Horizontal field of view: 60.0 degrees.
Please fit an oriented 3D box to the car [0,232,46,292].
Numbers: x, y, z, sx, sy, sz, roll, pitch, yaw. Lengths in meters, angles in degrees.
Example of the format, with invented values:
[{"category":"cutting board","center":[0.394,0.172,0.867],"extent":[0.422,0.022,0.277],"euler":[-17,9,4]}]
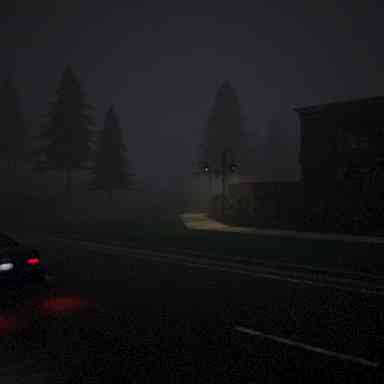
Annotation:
[{"category":"car","center":[-5.766,1.548,8.106],"extent":[5.357,1.411,2.033],"euler":[0,0,36]}]
